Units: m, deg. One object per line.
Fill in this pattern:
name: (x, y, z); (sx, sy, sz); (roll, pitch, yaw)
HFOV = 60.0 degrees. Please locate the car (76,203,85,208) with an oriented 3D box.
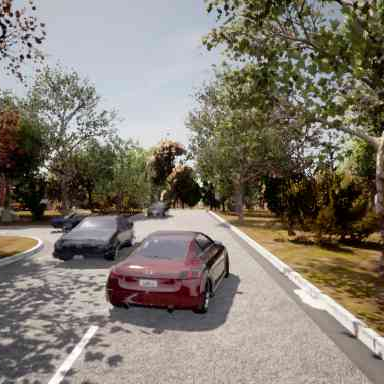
car: (-19.315, 2.599, 62.723); (5.008, 1.535, 1.882); (0, -2, 0)

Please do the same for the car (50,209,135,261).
car: (-3.404, 1.606, 12.709); (2.033, 1.411, 5.357); (0, 0, 1)

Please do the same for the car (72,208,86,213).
car: (-6.910, 1.919, 22.255); (4.718, 1.301, 1.895); (0, -2, -21)

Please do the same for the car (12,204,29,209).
car: (-33.109, 2.526, 64.608); (4.553, 1.767, 2.097); (-1, -2, 21)

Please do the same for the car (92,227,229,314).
car: (-0.306, 1.588, 7.817); (1.994, 1.385, 4.181); (0, 0, 13)

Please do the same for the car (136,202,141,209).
car: (-10.594, 2.203, 58.623); (5.566, 2.045, 2.150); (-1, -3, 15)

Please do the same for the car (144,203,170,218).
car: (-3.507, 1.909, 35.171); (2.128, 1.511, 4.902); (0, -1, 3)
